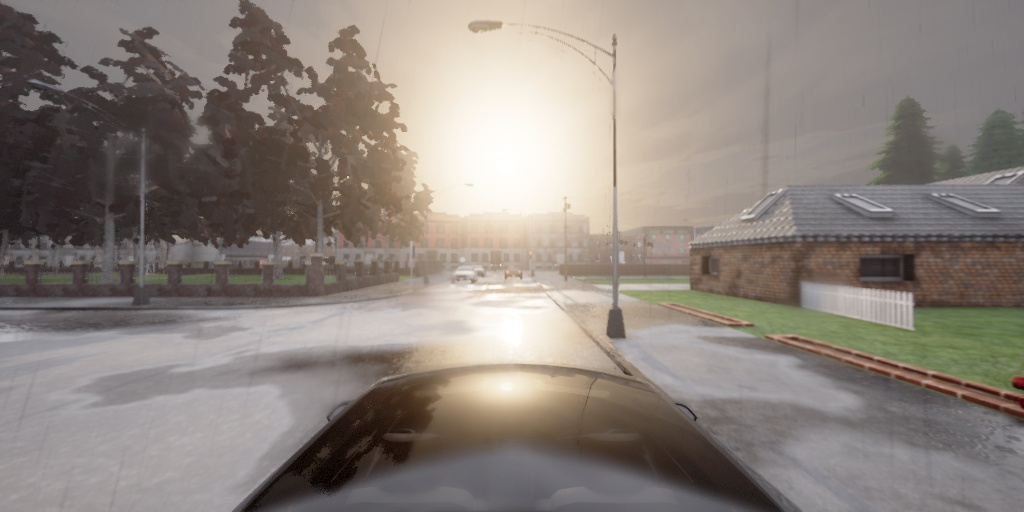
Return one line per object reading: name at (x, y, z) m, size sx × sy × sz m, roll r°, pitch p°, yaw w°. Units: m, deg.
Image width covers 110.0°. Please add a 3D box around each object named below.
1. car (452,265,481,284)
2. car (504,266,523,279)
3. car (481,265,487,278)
car at (-4.060, 1.598, 31.297) m, size 1.812 × 1.442 × 4.674 m, roll 0°, pitch -1°, yaw 0°
car at (0.150, 1.752, 38.809) m, size 1.895 × 1.301 × 4.718 m, roll 0°, pitch -1°, yaw 0°
car at (-4.023, 1.704, 41.096) m, size 1.812 × 1.442 × 4.674 m, roll 0°, pitch -1°, yaw 0°
